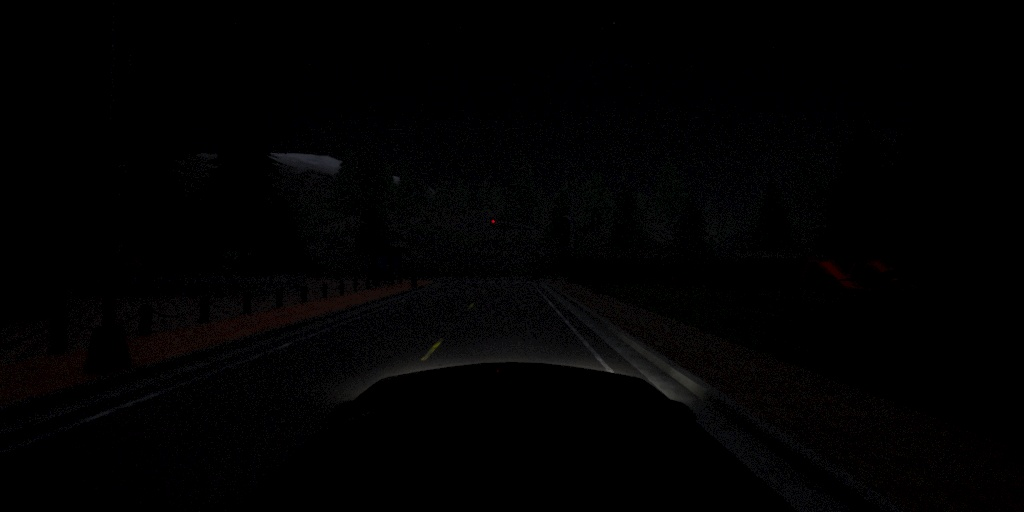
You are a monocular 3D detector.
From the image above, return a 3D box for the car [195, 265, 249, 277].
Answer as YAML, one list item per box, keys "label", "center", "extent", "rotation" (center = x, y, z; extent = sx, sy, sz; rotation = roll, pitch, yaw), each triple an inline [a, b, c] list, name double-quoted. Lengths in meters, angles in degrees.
- label: "car"
  center: [-29.008, 1.609, 35.897]
  extent: [4.674, 1.442, 1.812]
  rotation: [0, -1, 0]
